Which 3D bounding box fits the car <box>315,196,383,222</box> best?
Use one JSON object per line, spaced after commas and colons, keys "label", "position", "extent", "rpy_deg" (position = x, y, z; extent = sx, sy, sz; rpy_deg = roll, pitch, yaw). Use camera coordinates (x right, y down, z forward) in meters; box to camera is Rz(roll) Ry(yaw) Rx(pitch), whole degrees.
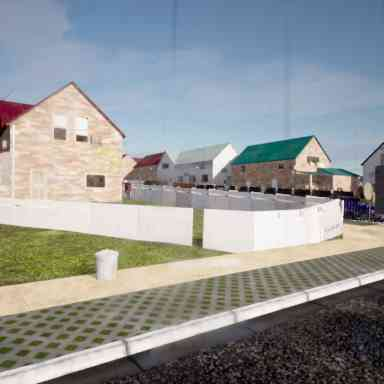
{"label": "car", "position": [10.004, 1.019, 21.231], "extent": [1.812, 1.442, 4.674], "rpy_deg": [0, 3, -36]}

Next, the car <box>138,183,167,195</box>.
{"label": "car", "position": [-5.935, -0.475, 49.691], "extent": [2.033, 1.411, 5.357], "rpy_deg": [1, 2, -34]}

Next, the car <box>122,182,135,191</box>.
{"label": "car", "position": [-11.405, -0.952, 57.623], "extent": [1.812, 1.442, 4.674], "rpy_deg": [1, 2, -34]}

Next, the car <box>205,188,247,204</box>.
{"label": "car", "position": [3.129, 0.424, 31.251], "extent": [1.837, 1.490, 4.892], "rpy_deg": [1, 2, -34]}

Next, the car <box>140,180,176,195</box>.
{"label": "car", "position": [-4.091, -0.471, 41.875], "extent": [2.150, 2.045, 5.566], "rpy_deg": [1, 3, -34]}
